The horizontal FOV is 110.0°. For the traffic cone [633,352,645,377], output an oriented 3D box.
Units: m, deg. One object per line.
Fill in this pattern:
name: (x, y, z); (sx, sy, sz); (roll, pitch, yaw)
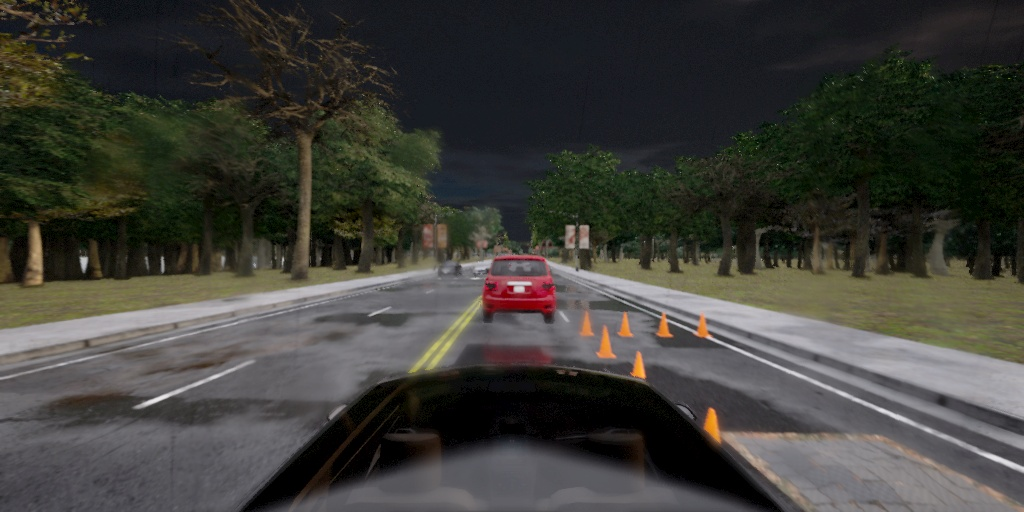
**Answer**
traffic cone: (1.890, 1.731, 5.351); (0.340, 0.580, 0.340); (0, 0, 1)

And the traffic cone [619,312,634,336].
traffic cone: (2.943, 1.750, 9.338); (0.340, 0.580, 0.340); (0, 0, 1)

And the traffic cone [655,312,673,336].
traffic cone: (3.943, 1.758, 9.324); (0.340, 0.580, 0.340); (0, 0, 1)

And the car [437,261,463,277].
car: (-6.050, 1.270, 35.542); (2.128, 1.511, 4.902); (0, 0, 1)

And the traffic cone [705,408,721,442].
traffic cone: (1.863, 1.725, 3.351); (0.340, 0.580, 0.340); (0, 0, 1)

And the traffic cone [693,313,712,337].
traffic cone: (4.942, 1.766, 9.311); (0.340, 0.580, 0.340); (0, 0, 1)

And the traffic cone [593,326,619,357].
traffic cone: (1.917, 1.737, 7.351); (0.340, 0.580, 0.340); (0, 0, 1)

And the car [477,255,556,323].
car: (0.238, 1.002, 12.468); (2.150, 2.045, 5.566); (0, 0, 1)

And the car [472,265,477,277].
car: (-2.794, 1.328, 35.846); (1.812, 1.442, 4.674); (0, 0, 1)

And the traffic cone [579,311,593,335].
traffic cone: (1.943, 1.742, 9.351); (0.340, 0.580, 0.340); (0, 0, 1)
